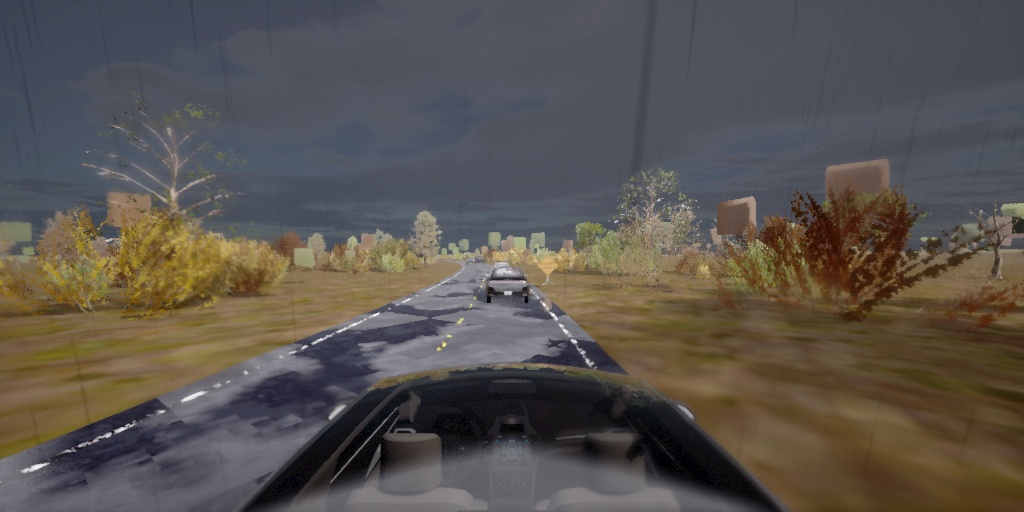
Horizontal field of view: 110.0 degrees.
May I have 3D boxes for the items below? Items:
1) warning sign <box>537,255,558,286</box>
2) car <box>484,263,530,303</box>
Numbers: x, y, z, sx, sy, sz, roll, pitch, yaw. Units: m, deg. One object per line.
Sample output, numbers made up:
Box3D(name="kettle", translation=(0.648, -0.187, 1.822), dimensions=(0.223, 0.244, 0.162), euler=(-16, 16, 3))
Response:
Box3D(name="warning sign", translation=(2.215, 0.864, 22.311), dimensions=(1.300, 1.860, 1.060), euler=(0, 0, -2))
Box3D(name="car", translation=(-0.229, 1.245, 16.562), dimensions=(2.128, 1.511, 4.902), euler=(0, 0, -2))
